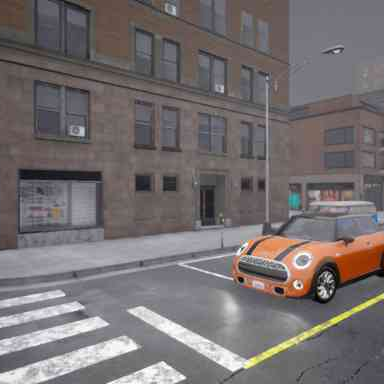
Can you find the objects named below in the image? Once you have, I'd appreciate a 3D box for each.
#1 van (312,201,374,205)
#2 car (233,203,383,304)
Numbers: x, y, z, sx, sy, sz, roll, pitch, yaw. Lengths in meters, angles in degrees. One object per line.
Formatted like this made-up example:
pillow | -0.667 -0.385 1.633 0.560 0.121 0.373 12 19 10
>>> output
van | 6.406 1.285 14.249 3.998 1.788 1.690 0 0 -40
car | 3.128 1.324 8.267 4.553 1.767 2.097 0 0 -38
